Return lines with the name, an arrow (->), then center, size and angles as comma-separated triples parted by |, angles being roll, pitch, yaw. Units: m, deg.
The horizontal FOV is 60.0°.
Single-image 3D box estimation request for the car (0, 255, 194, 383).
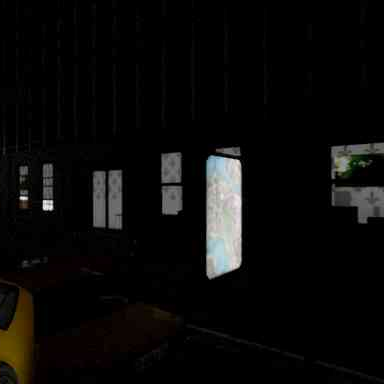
car -> -2.261, 1.537, 4.482 | 4.829, 1.417, 1.752 | 0, 0, 35
